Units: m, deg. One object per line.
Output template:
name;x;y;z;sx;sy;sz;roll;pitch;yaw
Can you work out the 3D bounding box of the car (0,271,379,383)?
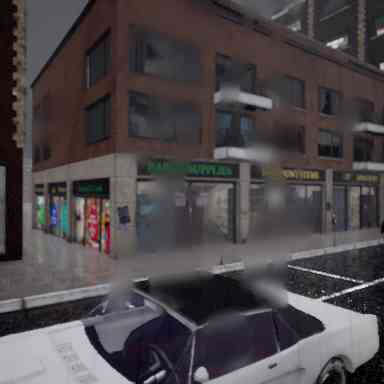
car;-0.273;1.604;3.178;4.718;1.301;1.895;0;0;-35
